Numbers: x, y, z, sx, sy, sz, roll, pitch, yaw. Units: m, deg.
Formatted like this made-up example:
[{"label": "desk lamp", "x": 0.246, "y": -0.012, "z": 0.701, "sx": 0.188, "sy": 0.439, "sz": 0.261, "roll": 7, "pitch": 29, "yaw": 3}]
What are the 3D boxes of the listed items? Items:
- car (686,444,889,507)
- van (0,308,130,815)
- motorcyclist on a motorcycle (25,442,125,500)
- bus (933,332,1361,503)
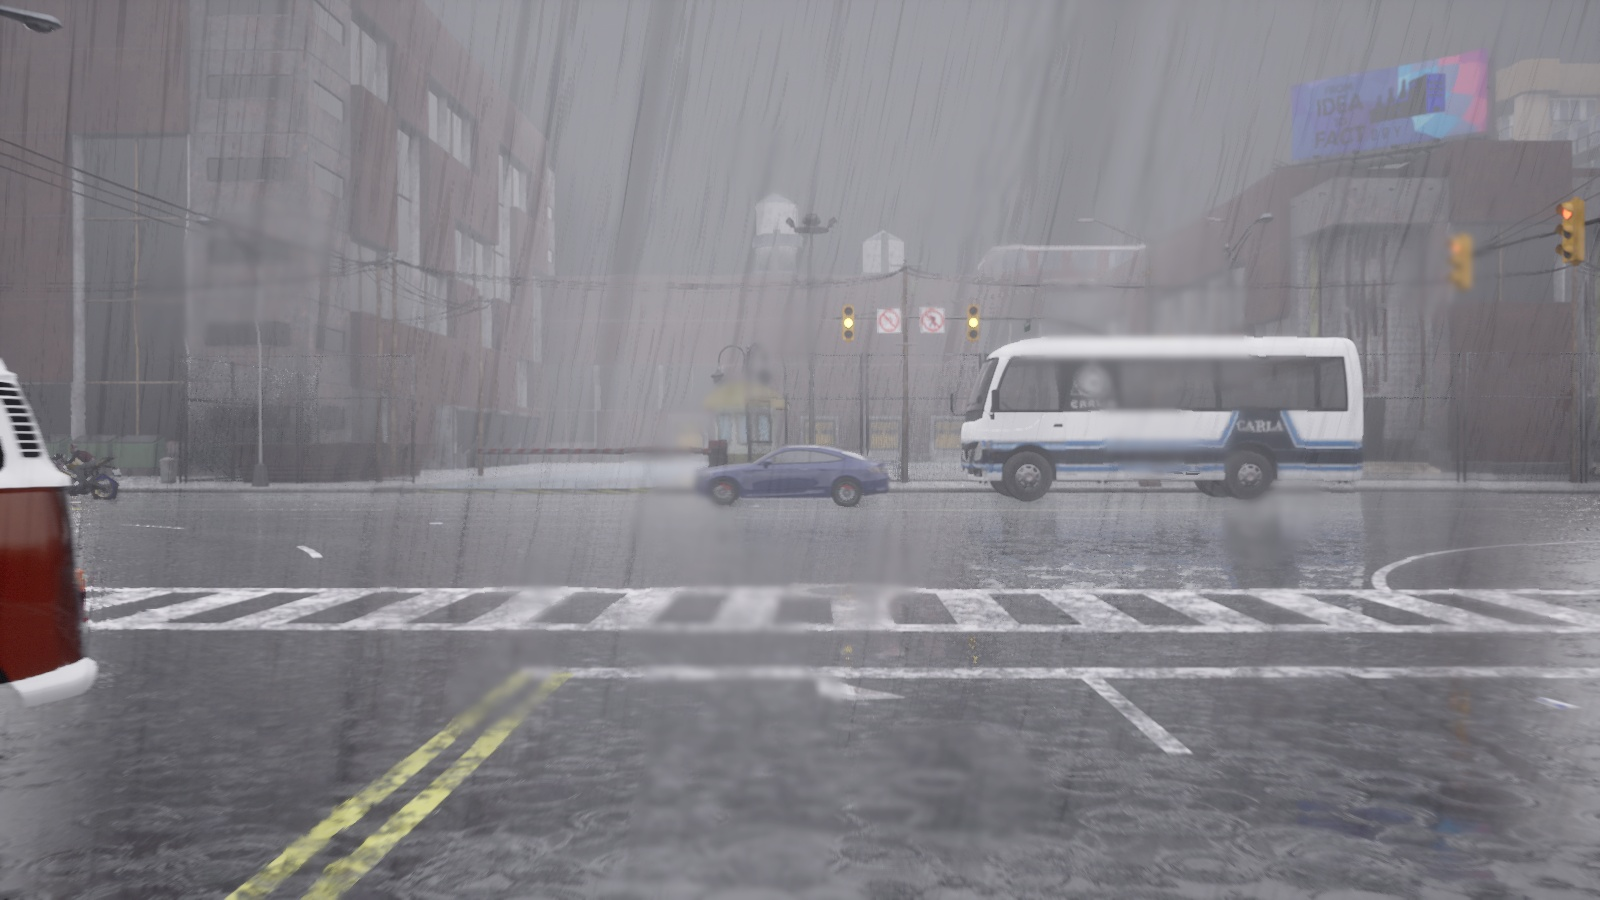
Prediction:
[{"label": "car", "x": -0.277, "y": 0.594, "z": 29.815, "sx": 4.674, "sy": 1.442, "sz": 1.812, "roll": 0, "pitch": 0, "yaw": 0}, {"label": "van", "x": -4.728, "y": 0.445, "z": 3.864, "sx": 2.069, "sy": 2.038, "sz": 4.480, "roll": 0, "pitch": 0, "yaw": 19}, {"label": "motorcyclist on a motorcycle", "x": -19.436, "y": 0.564, "z": 33.688, "sx": 2.191, "sy": 1.530, "sz": 0.866, "roll": 0, "pitch": 0, "yaw": 1}, {"label": "bus", "x": 8.847, "y": -0.823, "z": 33.275, "sx": 10.273, "sy": 4.253, "sz": 3.944, "roll": 0, "pitch": 0, "yaw": 1}]
